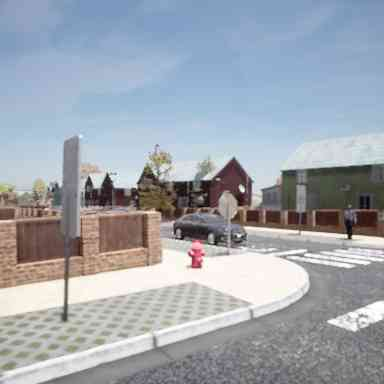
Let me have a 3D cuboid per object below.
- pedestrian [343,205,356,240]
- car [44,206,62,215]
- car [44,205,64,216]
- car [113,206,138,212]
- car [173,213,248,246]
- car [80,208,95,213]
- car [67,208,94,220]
[{"bbox_3d":[8.221,1.556,17.351,0.375,1.860,0.375,0,0,-36],"label":"pedestrian"},{"bbox_3d":[-16.804,2.724,42.008,1.837,1.490,4.892,2,-3,-35],"label":"car"},{"bbox_3d":[-23.262,3.068,55.883,2.097,1.767,4.553,2,-3,-36],"label":"car"},{"bbox_3d":[-4.912,2.005,25.501,2.097,1.767,4.553,2,-3,-36],"label":"car"},{"bbox_3d":[0.814,1.887,17.540,1.837,1.490,4.892,2,-3,-35],"label":"car"},{"bbox_3d":[-10.720,2.406,33.531,1.882,1.535,5.008,2,-3,-35],"label":"car"},{"bbox_3d":[-14.997,2.868,44.439,2.033,1.411,5.357,2,-3,-35],"label":"car"}]
